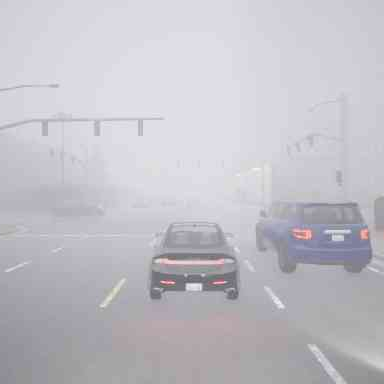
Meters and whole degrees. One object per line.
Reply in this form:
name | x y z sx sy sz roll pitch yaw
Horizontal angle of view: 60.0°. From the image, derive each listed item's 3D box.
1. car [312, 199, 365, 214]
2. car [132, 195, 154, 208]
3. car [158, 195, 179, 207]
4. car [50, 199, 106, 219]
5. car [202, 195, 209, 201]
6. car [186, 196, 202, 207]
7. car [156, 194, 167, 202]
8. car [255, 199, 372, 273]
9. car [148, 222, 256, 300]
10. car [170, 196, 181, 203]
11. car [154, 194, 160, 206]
car | 15.586 1.559 35.628 4.892 1.490 1.837 0 0 0
car | -7.140 1.350 47.268 2.097 1.767 4.553 0 0 2
car | -3.581 1.545 51.885 2.033 1.411 5.357 0 0 0
car | -9.930 1.379 29.222 4.553 1.767 2.097 0 0 -12
car | 3.509 1.522 88.823 2.128 1.511 4.902 0 0 0
car | 0.083 1.562 51.981 1.994 1.385 4.181 0 0 0
car | -6.992 1.352 76.460 2.097 1.767 4.553 0 0 0
car | 3.572 1.221 10.834 2.150 2.045 5.566 0 0 0
car | 0.058 1.491 8.391 2.128 1.511 4.902 0 0 0
car | -3.493 1.537 71.880 2.033 1.411 5.357 0 0 0
car | -7.079 1.350 56.092 2.097 1.767 4.553 0 0 0
